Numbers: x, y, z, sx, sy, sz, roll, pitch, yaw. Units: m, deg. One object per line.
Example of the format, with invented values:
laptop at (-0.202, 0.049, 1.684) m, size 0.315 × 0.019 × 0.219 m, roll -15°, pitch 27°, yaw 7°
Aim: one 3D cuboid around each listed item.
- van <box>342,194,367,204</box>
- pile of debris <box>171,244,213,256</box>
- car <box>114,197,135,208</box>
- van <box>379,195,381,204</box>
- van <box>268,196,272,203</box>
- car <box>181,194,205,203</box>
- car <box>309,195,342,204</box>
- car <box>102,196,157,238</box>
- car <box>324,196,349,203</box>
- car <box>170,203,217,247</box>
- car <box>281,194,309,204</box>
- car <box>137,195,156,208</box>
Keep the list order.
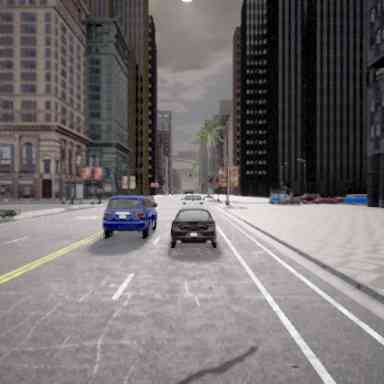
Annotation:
van at (28.411, 1.307, 56.943) m, size 3.998 × 1.788 × 1.690 m, roll 0°, pitch 0°, yaw 0°
pile of debris at (-0.003, 2.169, 12.610) m, size 1.500 × 0.140 × 1.860 m, roll 0°, pitch 0°, yaw 0°
car at (-9.775, 1.526, 48.746) m, size 2.033 × 1.411 × 5.357 m, roll 0°, pitch 0°, yaw 0°
van at (34.088, 1.305, 56.947) m, size 3.998 × 1.788 × 1.690 m, roll 0°, pitch 0°, yaw 0°
van at (17.049, 1.287, 65.461) m, size 3.998 × 1.788 × 1.690 m, roll 0°, pitch 0°, yaw 0°
car at (0.091, 1.205, 33.201) m, size 2.150 × 2.045 × 5.566 m, roll 0°, pitch 0°, yaw 0°
car at (22.733, 1.551, 56.941) m, size 4.206 × 1.307 × 1.802 m, roll 0°, pitch 0°, yaw 0°
car at (-3.155, 1.212, 17.827) m, size 2.150 × 2.045 × 5.566 m, roll 0°, pitch 0°, yaw 0°
car at (28.404, 1.520, 65.469) m, size 4.206 × 1.307 × 1.802 m, roll 0°, pitch 0°, yaw 0°
car at (0.087, 1.469, 15.147) m, size 1.882 × 1.535 × 5.008 m, roll 0°, pitch 0°, yaw 0°
car at (17.056, 1.524, 56.937) m, size 4.403 × 1.369 × 2.008 m, roll 0°, pitch 0°, yaw 0°
car at (-6.531, 1.329, 48.065) m, size 2.097 × 1.767 × 4.553 m, roll 0°, pitch 0°, yaw 0°
